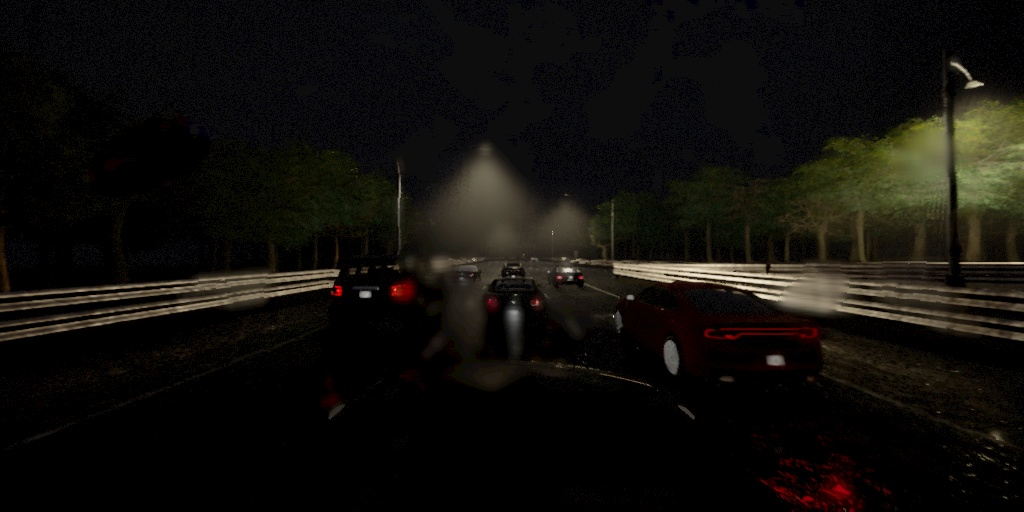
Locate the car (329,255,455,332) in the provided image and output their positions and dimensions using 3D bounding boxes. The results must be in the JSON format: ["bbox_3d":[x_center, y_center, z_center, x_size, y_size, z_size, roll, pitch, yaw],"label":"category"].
[{"bbox_3d":[-3.420,0.997,11.138,2.150,2.045,5.566,0,0,1],"label":"car"}]

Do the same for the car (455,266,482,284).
[{"bbox_3d":[-3.396,1.381,27.520,1.895,1.301,4.718,0,0,0],"label":"car"}]

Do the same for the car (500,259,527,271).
[{"bbox_3d":[0.113,1.282,29.300,1.837,1.490,4.892,0,0,0],"label":"car"}]

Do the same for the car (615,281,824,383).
[{"bbox_3d":[3.553,1.242,7.281,1.882,1.535,5.008,0,0,0],"label":"car"}]

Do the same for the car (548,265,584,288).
[{"bbox_3d":[3.582,1.334,24.198,2.033,1.411,5.357,0,0,0],"label":"car"}]

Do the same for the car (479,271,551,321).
[{"bbox_3d":[0.089,1.379,12.523,1.895,1.301,4.718,0,0,0],"label":"car"}]
